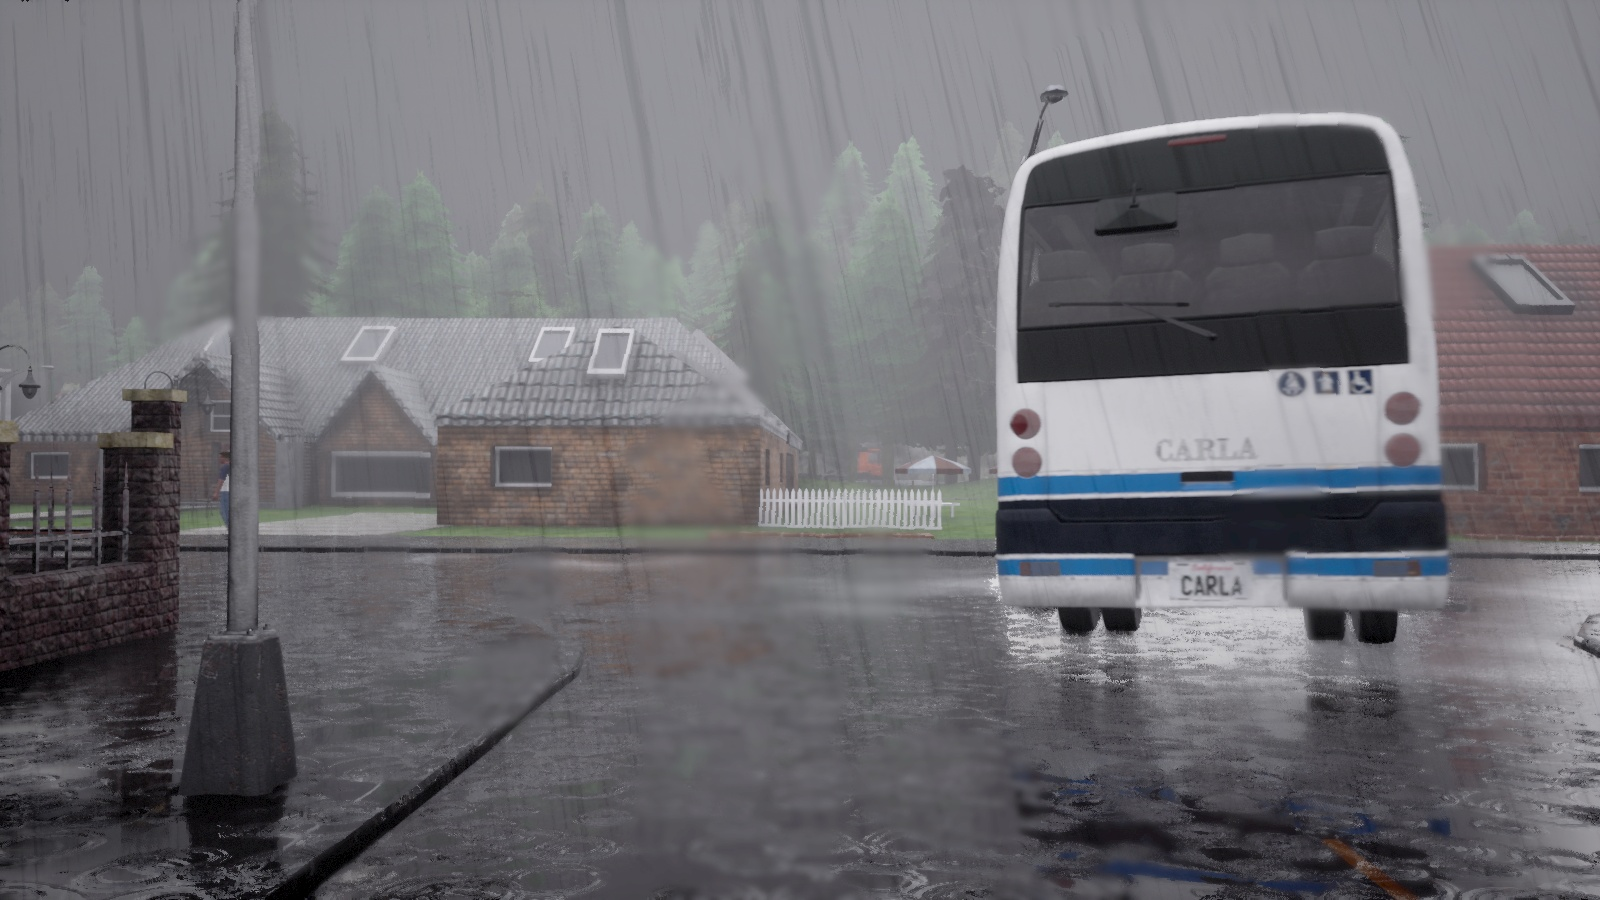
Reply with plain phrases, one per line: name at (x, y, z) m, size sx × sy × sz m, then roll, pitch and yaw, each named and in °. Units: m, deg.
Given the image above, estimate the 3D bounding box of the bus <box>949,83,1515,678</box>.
bus at (4.946, -0.339, 14.448) m, size 3.944 × 4.253 × 10.273 m, roll -2°, pitch -2°, yaw 20°

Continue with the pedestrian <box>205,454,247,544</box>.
pedestrian at (-11.724, 1.000, 25.654) m, size 0.706 × 1.836 × 0.354 m, roll 0°, pitch -1°, yaw 1°
